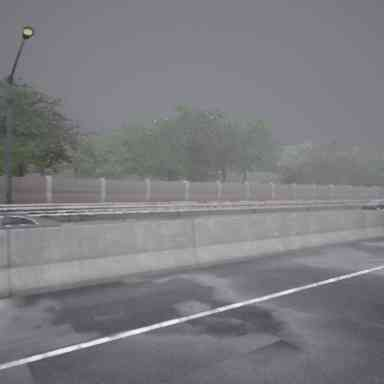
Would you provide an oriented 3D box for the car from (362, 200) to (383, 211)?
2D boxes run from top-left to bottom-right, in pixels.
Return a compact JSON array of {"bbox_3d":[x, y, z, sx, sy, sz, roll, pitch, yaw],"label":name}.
[{"bbox_3d":[23.655,1.719,42.356,5.008,1.535,1.882,1,0,-35],"label":"car"}]

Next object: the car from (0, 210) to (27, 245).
[{"bbox_3d":[-9.611,1.567,14.335,4.181,1.385,1.994,0,0,-36],"label":"car"}]

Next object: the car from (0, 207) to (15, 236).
[{"bbox_3d":[-11.643,1.568,17.185,4.181,1.385,1.994,0,0,-36],"label":"car"}]

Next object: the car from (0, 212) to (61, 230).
[{"bbox_3d":[-7.152,1.497,11.789,4.902,1.511,2.128,0,0,-36],"label":"car"}]
